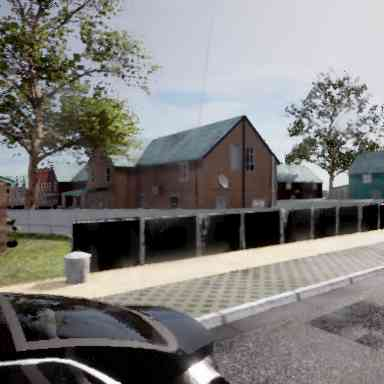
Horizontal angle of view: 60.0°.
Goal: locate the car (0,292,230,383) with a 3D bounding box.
[{"bbox_3d":[-1.958,1.511,1.673,4.892,1.490,1.837,-1,0,-35],"label":"car"}]
